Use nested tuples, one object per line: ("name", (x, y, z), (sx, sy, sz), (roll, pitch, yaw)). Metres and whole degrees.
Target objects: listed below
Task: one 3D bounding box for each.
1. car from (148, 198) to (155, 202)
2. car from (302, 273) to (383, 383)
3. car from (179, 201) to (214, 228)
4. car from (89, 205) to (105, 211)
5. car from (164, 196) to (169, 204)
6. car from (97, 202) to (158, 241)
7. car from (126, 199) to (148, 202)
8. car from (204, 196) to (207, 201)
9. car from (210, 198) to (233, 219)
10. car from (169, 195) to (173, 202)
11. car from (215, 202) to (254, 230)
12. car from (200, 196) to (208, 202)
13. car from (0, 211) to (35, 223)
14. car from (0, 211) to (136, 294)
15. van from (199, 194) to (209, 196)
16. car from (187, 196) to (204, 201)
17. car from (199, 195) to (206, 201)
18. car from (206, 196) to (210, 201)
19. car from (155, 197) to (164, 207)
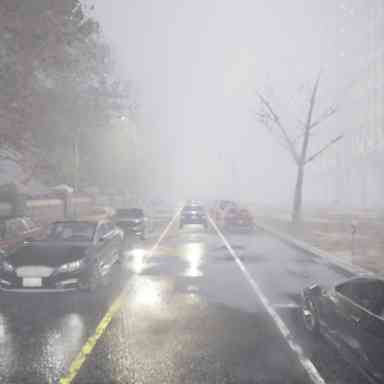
("car", (-5.688, 1.518, 37.566), (1.887, 1.381, 4.507), (0, 0, 0))
("car", (2.692, 1.562, 3.773), (1.947, 1.339, 4.313), (0, 0, 0))
("car", (0.099, 1.528, 21.880), (2.033, 1.411, 5.357), (0, 0, 0))
("car", (-5.688, 1.507, 20.501), (1.752, 1.417, 4.829), (0, 0, 0))
("car", (-5.688, 1.515, 60.095), (1.887, 1.381, 4.507), (0, 0, 0))
("car", (-3.000, 1.489, 16.591), (1.837, 1.490, 4.892), (0, 0, 0))
("car", (-5.687, 1.416, 31.934), (1.967, 1.590, 4.097), (0, 0, 0))
("car", (2.692, 1.524, 37.566), (2.008, 1.369, 4.403), (0, 0, 0))
("car", (2.693, 1.418, 26.302), (1.967, 1.590, 4.097), (0, 0, 0))
("car", (-5.688, 1.500, 71.191), (1.752, 1.417, 4.829), (0, 0, 0))
("car", (2.692, 1.526, 20.671), (1.887, 1.381, 4.507), (0, 0, 0))
("car", (2.693, 1.560, 76.992), (1.802, 1.307, 4.206), (0, 0, 0))
("car", (-5.688, 1.430, 9.405), (1.967, 1.590, 4.097), (0, 0, 0))
("car", (-3.079, 1.483, 8.883), (2.128, 1.511, 4.902), (0, 0, 0))
("van", (2.693, 1.313, 65.729), (1.690, 1.788, 3.998), (0, 0, 0))
("car", (0.082, 1.520, 41.092), (2.033, 1.411, 5.357), (0, 0, 0))
("car", (2.693, 1.568, 88.257), (1.802, 1.307, 4.206), (0, 0, 0))
("car", (2.693, 1.416, 31.934), (1.967, 1.590, 4.097), (0, 0, 0))
("car", (-5.688, 1.515, 48.831), (1.887, 1.381, 4.507), (0, 0, 0))
